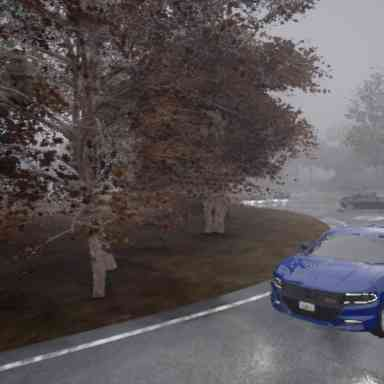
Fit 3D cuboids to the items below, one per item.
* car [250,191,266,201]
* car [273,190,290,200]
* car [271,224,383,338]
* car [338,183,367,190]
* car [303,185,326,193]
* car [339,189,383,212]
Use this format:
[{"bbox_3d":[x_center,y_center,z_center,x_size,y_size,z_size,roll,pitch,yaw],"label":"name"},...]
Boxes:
[{"bbox_3d":[9.511,0.491,47.519,1.994,1.385,4.181,-2,2,17],"label":"car"},{"bbox_3d":[12.851,0.353,47.563,1.994,1.385,4.181,-2,2,21],"label":"car"},{"bbox_3d":[3.548,1.495,6.973,1.882,1.535,5.008,0,1,45],"label":"car"},{"bbox_3d":[28.561,-0.757,59.387,4.902,1.511,2.128,-2,2,-2],"label":"car"},{"bbox_3d":[22.537,-0.528,61.391,4.181,1.385,1.994,-3,2,-19],"label":"car"},{"bbox_3d":[14.479,0.812,26.680,2.128,1.511,4.902,-4,2,-42],"label":"car"}]
